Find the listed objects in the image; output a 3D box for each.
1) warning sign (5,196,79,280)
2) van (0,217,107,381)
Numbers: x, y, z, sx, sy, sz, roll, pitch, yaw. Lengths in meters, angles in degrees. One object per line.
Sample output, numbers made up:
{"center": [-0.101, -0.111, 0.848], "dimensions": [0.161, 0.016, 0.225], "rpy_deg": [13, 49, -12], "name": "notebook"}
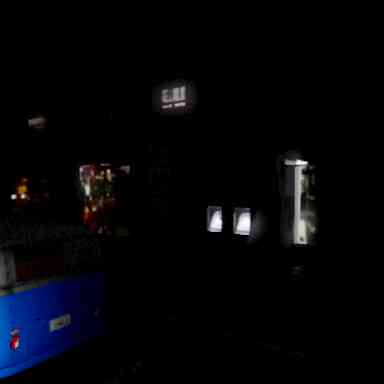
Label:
{"center": [-3.733, 1.045, 8.335], "dimensions": [1.060, 1.860, 1.300], "rpy_deg": [1, 0, 34], "name": "warning sign"}
{"center": [-3.082, 1.296, 4.976], "dimensions": [3.998, 1.788, 1.690], "rpy_deg": [0, 1, 34], "name": "van"}
